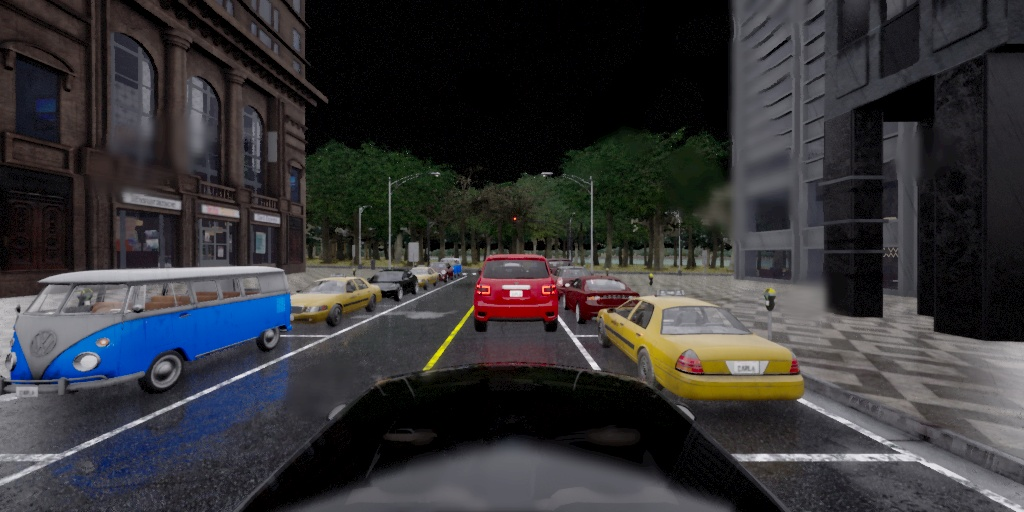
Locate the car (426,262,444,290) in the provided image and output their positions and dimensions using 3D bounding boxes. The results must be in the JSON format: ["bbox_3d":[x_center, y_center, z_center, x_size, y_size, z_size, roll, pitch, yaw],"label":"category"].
[{"bbox_3d":[-5.759,1.277,22.502,1.751,1.417,4.829,0,0,0],"label":"car"}]

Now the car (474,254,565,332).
[{"bbox_3d":[0.105,0.972,11.053,2.150,2.045,5.566,0,0,0],"label":"car"}]

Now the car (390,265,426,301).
[{"bbox_3d":[-5.760,1.317,17.234,1.948,1.339,4.313,0,0,0],"label":"car"}]

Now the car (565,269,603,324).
[{"bbox_3d":[2.764,1.295,11.795,1.888,1.381,4.507,0,0,0],"label":"car"}]

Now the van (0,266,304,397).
[{"bbox_3d":[-5.762,1.091,6.360,1.690,1.789,3.998,0,0,0],"label":"van"}]

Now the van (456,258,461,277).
[{"bbox_3d":[-5.756,1.095,33.547,1.690,1.789,3.998,0,0,0],"label":"van"}]

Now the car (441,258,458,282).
[{"bbox_3d":[-5.758,1.193,28.109,1.967,1.591,4.097,0,0,0],"label":"car"}]

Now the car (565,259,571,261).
[{"bbox_3d":[2.766,1.066,22.670,2.192,1.841,5.009,0,0,0],"label":"car"}]

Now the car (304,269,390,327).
[{"bbox_3d":[-5.761,1.276,11.627,1.751,1.417,4.829,0,0,0],"label":"car"}]

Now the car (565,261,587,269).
[{"bbox_3d":[2.765,1.190,17.232,1.967,1.591,4.097,0,0,0],"label":"car"}]

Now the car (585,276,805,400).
[{"bbox_3d":[2.763,1.275,6.527,1.751,1.417,4.829,0,0,0],"label":"car"}]
